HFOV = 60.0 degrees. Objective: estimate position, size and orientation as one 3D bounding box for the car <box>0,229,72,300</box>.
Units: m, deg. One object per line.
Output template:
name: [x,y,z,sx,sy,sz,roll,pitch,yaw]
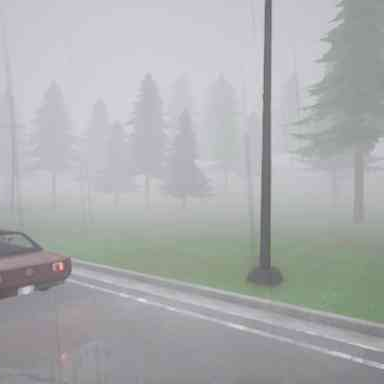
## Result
car: [-4.866,1.498,7.428,4.718,1.301,1.895,1,1,35]
